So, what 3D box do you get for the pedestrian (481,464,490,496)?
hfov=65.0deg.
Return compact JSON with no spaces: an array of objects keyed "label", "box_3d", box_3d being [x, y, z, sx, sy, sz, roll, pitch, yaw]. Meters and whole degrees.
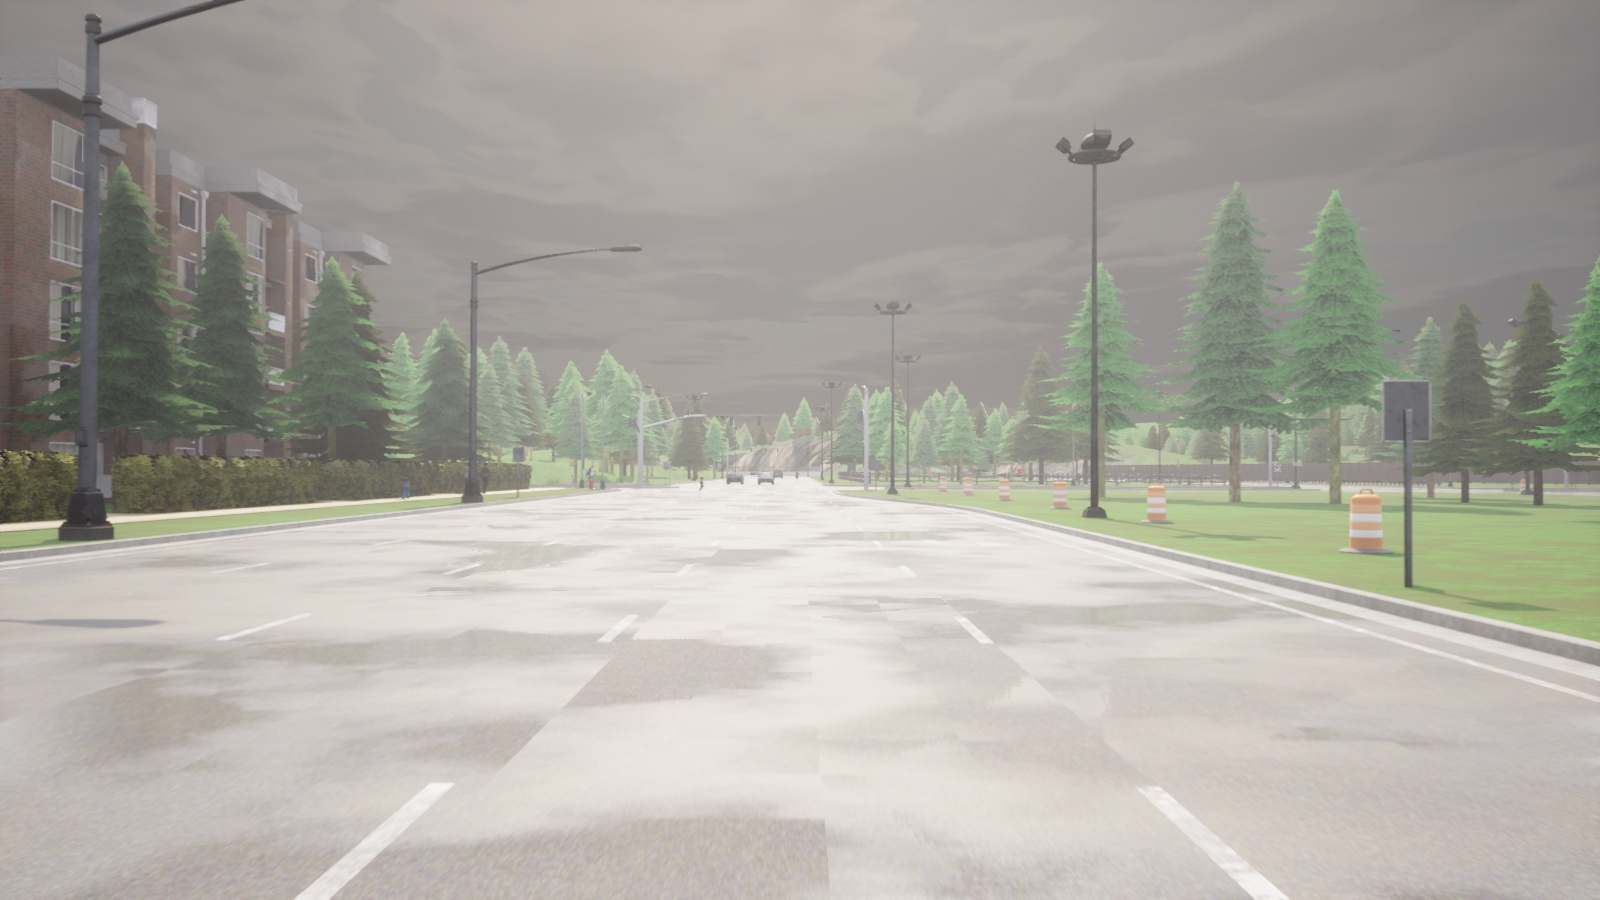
[{"label":"pedestrian","box_3d":[-18.165,1.731,72.587,0.328,1.805,0.869,0,-1,0]}]
